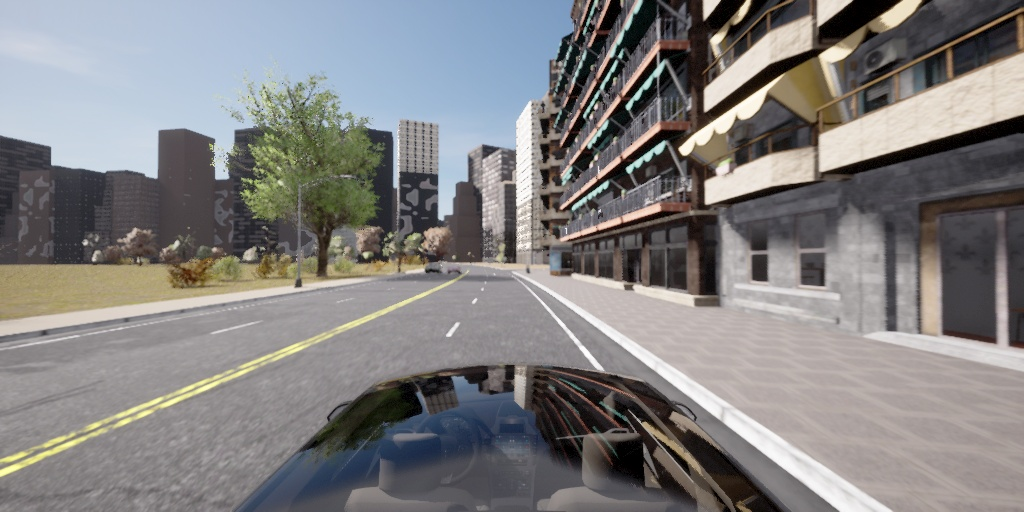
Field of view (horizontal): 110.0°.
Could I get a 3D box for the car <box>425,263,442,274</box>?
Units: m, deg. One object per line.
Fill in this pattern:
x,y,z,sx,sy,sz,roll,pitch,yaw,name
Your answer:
-12.013,1.823,54.888,2.097,1.767,4.553,0,-1,-4,car

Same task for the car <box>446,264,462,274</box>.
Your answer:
-8.693,1.984,54.001,1.812,1.442,4.674,0,-1,-4,car
